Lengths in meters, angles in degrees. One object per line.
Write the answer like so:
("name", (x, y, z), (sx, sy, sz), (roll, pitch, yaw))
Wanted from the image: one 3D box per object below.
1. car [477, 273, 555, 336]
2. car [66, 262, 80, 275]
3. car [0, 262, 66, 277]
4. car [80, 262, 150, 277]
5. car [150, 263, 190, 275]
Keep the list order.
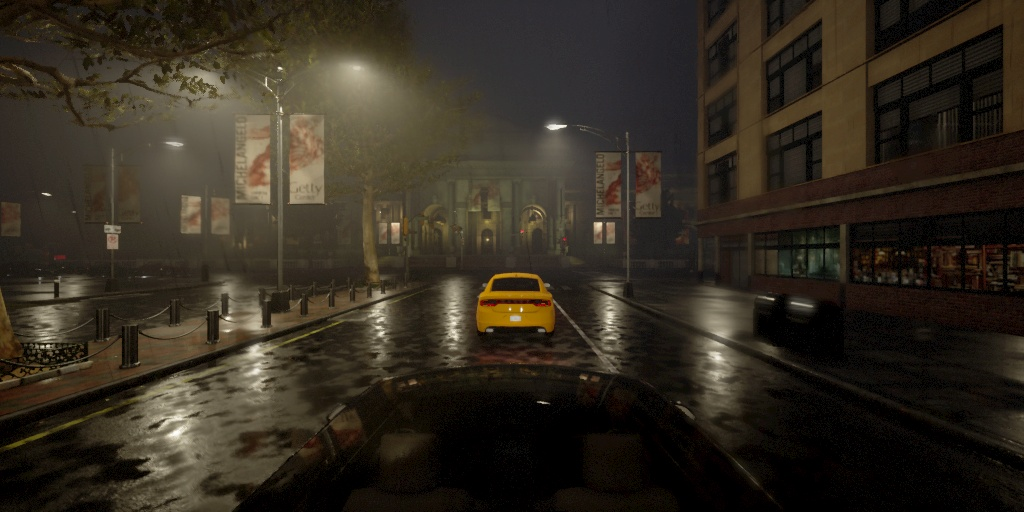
("car", (0.120, 1.228, 10.391), (1.882, 1.535, 5.008), (0, 0, 1))
("car", (-47.003, 1.297, 38.394), (5.357, 1.411, 2.033), (0, 0, 0))
("car", (-47.076, 1.276, 34.880), (4.674, 1.442, 1.812), (0, 0, 0))
("car", (-38.507, 1.314, 34.841), (4.181, 1.385, 1.994), (0, 0, 0))
("car", (-37.398, 1.351, 38.338), (4.718, 1.301, 1.895), (0, 0, 1))
